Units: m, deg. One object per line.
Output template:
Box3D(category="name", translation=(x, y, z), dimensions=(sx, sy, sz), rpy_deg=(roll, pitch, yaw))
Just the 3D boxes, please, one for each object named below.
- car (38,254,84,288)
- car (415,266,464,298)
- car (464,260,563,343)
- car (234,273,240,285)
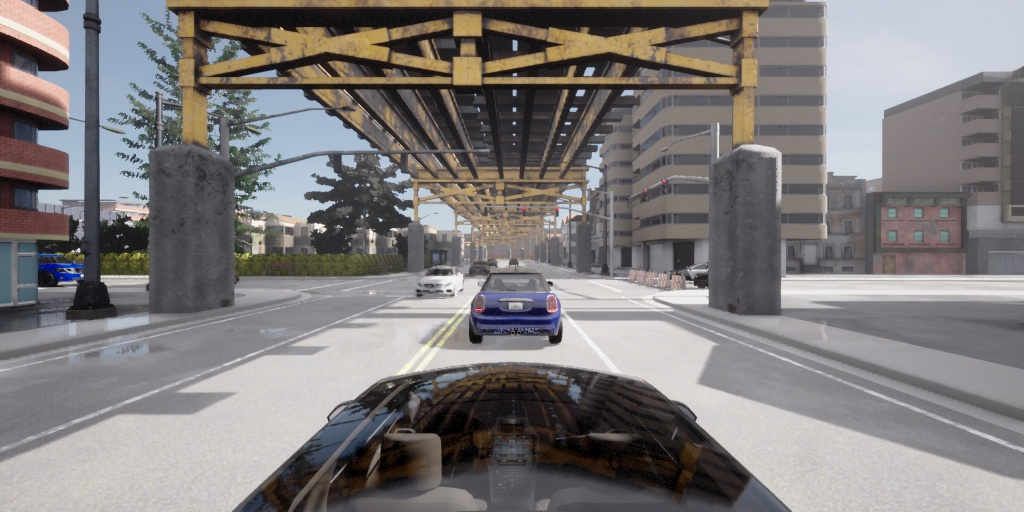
Box3D(category="car", translation=(-29.656, 0.881, 22.535), dimensions=(5.566, 2.045, 2.150), rpy_deg=(0, 0, 0))
Box3D(category="car", translation=(-3.551, 1.247, 18.370), dimensions=(1.812, 1.442, 4.674), rpy_deg=(0, 0, 0))
Box3D(category="car", translation=(0.100, 1.093, 9.833), dimensions=(2.097, 1.767, 4.553), rpy_deg=(0, 0, 1))
Box3D(category="car", translation=(-19.795, 1.207, 22.481), dimensions=(4.674, 1.442, 1.812), rpy_deg=(0, 0, 0))
